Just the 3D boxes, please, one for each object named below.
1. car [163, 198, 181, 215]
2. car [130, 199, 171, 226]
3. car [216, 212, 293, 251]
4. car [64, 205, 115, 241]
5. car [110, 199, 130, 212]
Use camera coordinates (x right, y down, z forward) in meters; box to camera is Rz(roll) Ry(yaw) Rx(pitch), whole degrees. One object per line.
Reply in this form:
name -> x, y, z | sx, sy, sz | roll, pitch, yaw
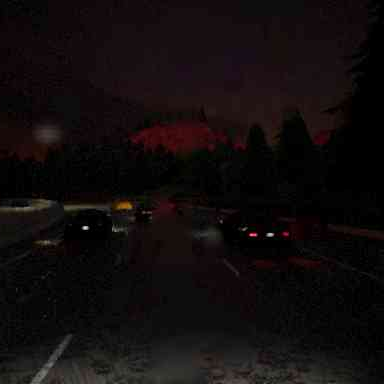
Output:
car -> -2.654, 1.436, 34.772 | 2.097, 1.767, 4.553 | 0, 0, -19
car -> -3.115, 1.554, 24.028 | 2.128, 1.511, 4.902 | 0, 0, -13
car -> 2.409, 1.572, 14.264 | 2.033, 1.411, 5.357 | 0, 0, -8
car -> -5.220, 1.617, 17.128 | 1.994, 1.385, 4.181 | 0, 0, -10
car -> -8.894, 1.594, 41.199 | 1.882, 1.535, 5.008 | 0, 0, -23
